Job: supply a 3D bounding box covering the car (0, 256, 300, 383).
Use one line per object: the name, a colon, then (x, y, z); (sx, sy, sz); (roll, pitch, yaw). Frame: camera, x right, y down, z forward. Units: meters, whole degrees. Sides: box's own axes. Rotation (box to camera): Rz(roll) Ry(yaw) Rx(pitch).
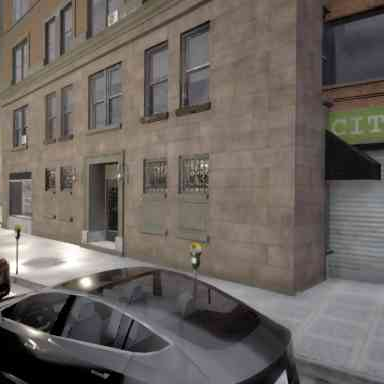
car: (-1.010, 1.565, 3.793); (4.313, 1.339, 1.947); (0, 1, 35)
